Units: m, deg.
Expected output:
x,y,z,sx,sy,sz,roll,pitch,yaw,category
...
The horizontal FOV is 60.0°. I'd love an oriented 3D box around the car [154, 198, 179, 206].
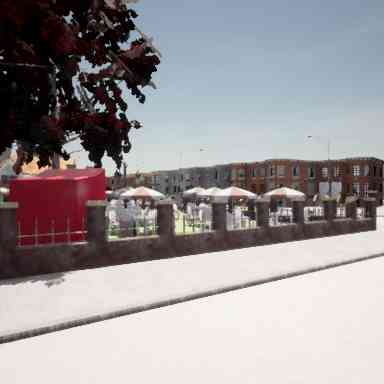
x,y,z,sx,sy,sz,roll,pitch,yaw,category
-3.628,1.559,48.591,2.033,1.411,5.357,0,0,-35,car
